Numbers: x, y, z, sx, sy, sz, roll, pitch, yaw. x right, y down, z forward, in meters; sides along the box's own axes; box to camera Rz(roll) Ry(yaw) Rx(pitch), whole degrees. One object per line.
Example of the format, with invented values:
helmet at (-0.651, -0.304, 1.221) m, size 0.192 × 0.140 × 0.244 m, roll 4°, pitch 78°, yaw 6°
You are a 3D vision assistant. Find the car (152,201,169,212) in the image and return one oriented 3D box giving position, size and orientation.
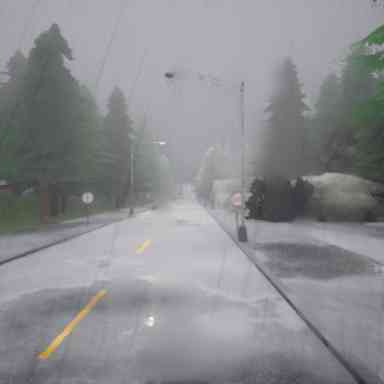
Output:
car at (-4.069, 1.832, 43.515) m, size 2.033 × 1.411 × 5.357 m, roll 0°, pitch 0°, yaw 0°
